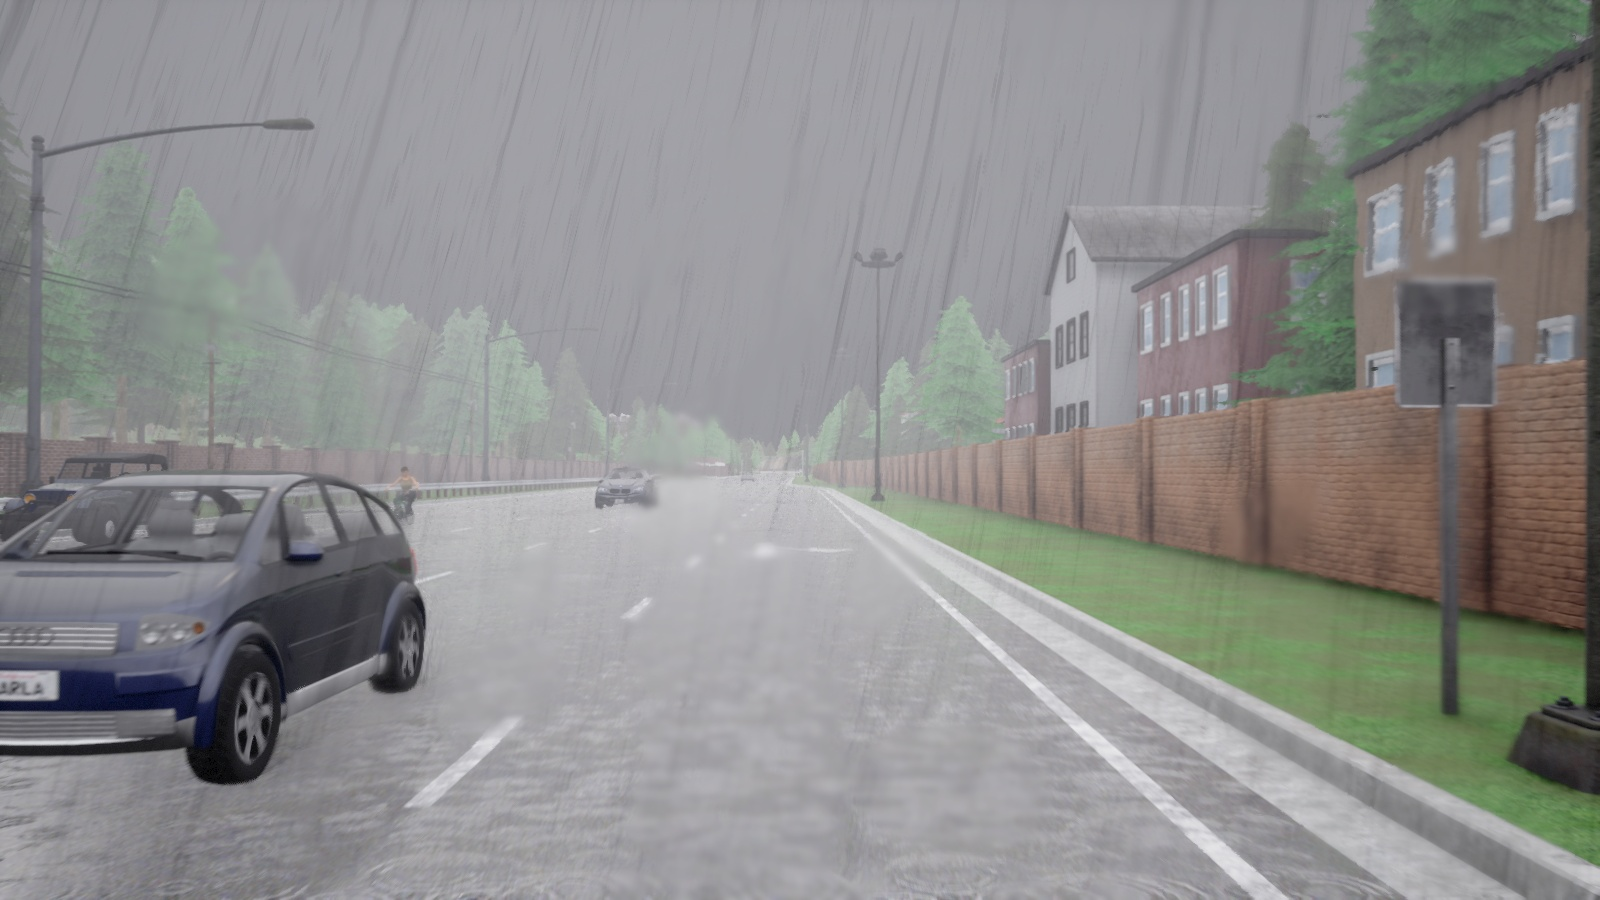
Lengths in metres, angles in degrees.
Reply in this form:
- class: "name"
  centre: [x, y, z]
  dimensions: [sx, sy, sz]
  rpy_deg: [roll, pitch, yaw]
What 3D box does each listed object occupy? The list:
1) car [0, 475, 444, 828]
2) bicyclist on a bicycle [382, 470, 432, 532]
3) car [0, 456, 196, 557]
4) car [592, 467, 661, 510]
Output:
- class: "car"
  centre: [-3.518, 0.931, 7.422]
  dimensions: [1.789, 1.549, 3.705]
  rpy_deg: [0, -1, 0]
- class: "bicyclist on a bicycle"
  centre: [-10.577, 1.358, 33.807]
  dimensions: [0.866, 1.612, 1.509]
  rpy_deg: [0, -1, 0]
- class: "car"
  centre: [-14.063, 1.089, 25.303]
  dimensions: [1.905, 1.878, 3.866]
  rpy_deg: [0, -1, 0]
- class: "car"
  centre: [-7.127, 1.555, 51.985]
  dimensions: [2.242, 1.667, 4.611]
  rpy_deg: [0, -1, 0]
